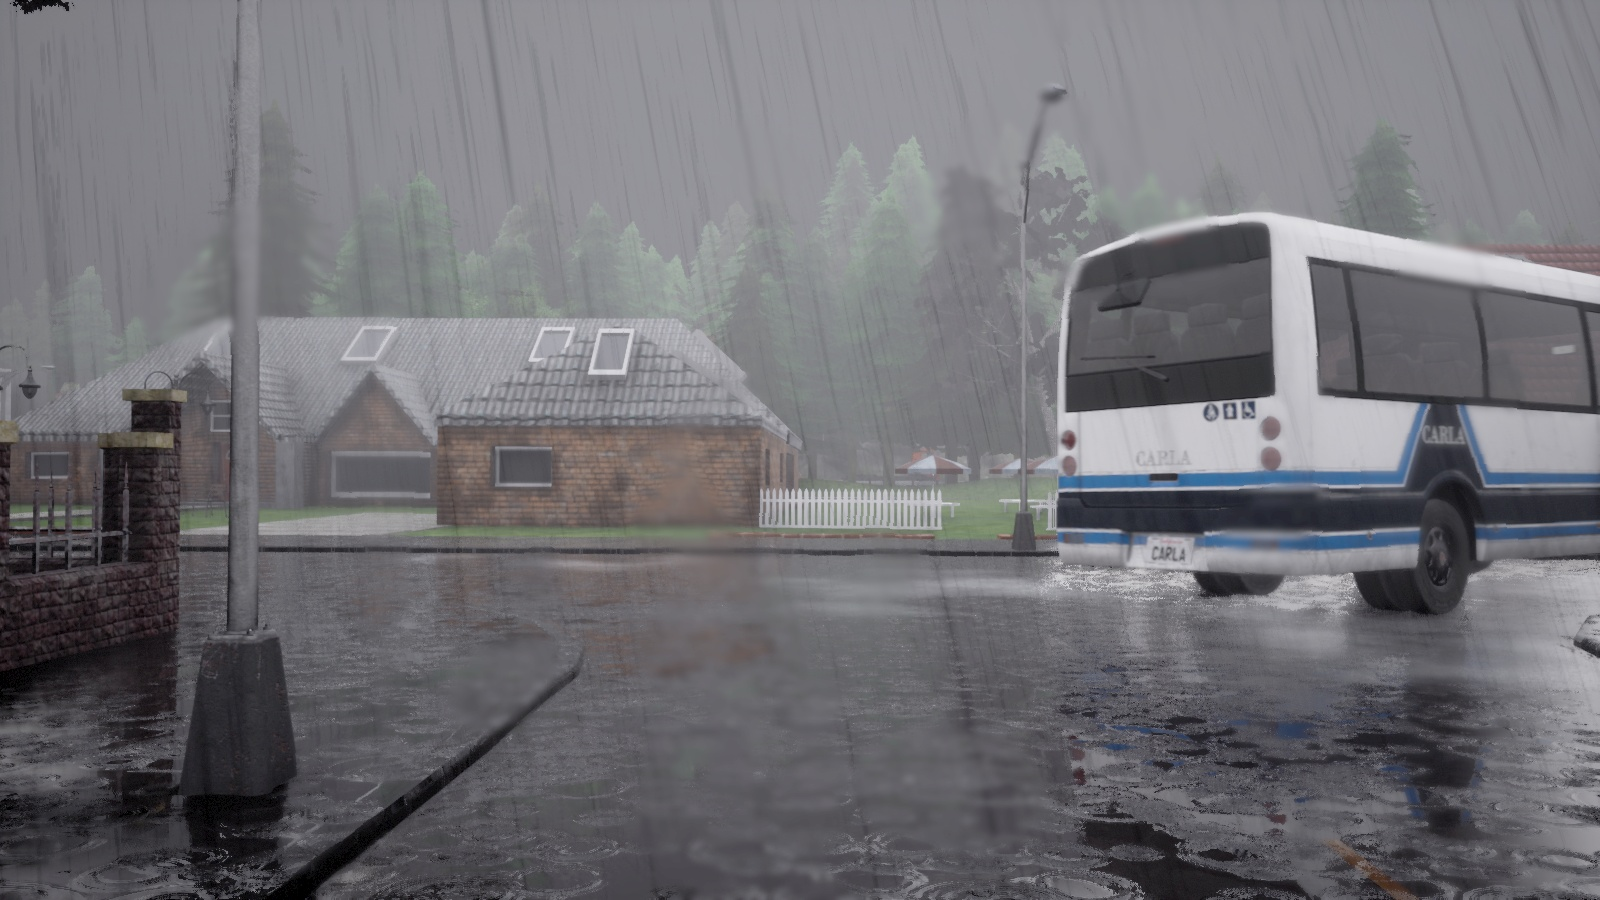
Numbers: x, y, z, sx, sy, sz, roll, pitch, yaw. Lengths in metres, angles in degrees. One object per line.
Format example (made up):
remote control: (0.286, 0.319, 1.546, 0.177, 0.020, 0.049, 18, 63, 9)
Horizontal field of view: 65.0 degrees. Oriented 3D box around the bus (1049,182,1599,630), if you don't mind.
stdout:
bus: (8.411, -0.321, 16.399, 10.273, 4.253, 3.944, 0, -2, -34)
